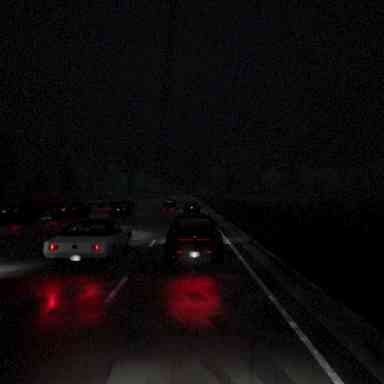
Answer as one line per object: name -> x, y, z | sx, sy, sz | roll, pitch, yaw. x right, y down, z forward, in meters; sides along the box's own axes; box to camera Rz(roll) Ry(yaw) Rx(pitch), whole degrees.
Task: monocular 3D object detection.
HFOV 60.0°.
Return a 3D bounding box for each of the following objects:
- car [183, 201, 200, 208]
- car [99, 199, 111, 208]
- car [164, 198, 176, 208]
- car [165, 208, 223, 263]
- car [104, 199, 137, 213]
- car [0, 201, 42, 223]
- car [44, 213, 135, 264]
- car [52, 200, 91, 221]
car -> -0.029, 1.773, 39.889 | 1.994, 1.385, 4.181 | 0, 0, 0
car -> -14.085, 1.822, 55.443 | 1.812, 1.442, 4.674 | 0, -1, 0
car -> -3.582, 1.779, 54.885 | 2.128, 1.511, 4.902 | 0, 0, 0
car -> 0.064, 1.571, 12.138 | 1.837, 1.490, 4.892 | 0, 0, 0
car -> -7.013, 1.728, 33.977 | 2.033, 1.411, 5.357 | 0, 0, 0
car -> -13.985, 1.501, 26.967 | 2.097, 1.767, 4.553 | 0, 0, 0
car -> -3.433, 1.666, 12.007 | 1.895, 1.301, 4.718 | 0, 0, 0
car -> -10.494, 1.511, 29.260 | 2.097, 1.767, 4.553 | 0, 0, 0
